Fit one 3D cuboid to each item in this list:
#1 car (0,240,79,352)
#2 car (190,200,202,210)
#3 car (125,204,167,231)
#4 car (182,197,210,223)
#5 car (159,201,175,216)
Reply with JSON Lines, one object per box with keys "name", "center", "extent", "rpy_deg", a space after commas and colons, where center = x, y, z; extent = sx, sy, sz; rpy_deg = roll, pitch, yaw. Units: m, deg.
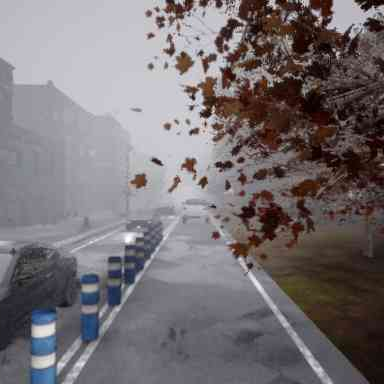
{"name": "car", "center": [-3.330, 1.584, 5.451], "extent": [1.812, 1.442, 4.674], "rpy_deg": [0, -1, 0]}
{"name": "car", "center": [0.695, 2.018, 52.882], "extent": [1.895, 1.301, 4.718], "rpy_deg": [0, 0, 2]}
{"name": "car", "center": [-3.192, 1.760, 22.803], "extent": [2.033, 1.411, 5.357], "rpy_deg": [0, 0, 1]}
{"name": "car", "center": [0.341, 1.476, 28.586], "extent": [2.150, 2.045, 5.566], "rpy_deg": [0, 0, 1]}
{"name": "car", "center": [-2.940, 1.800, 37.797], "extent": [1.882, 1.535, 5.008], "rpy_deg": [0, 0, 1]}
